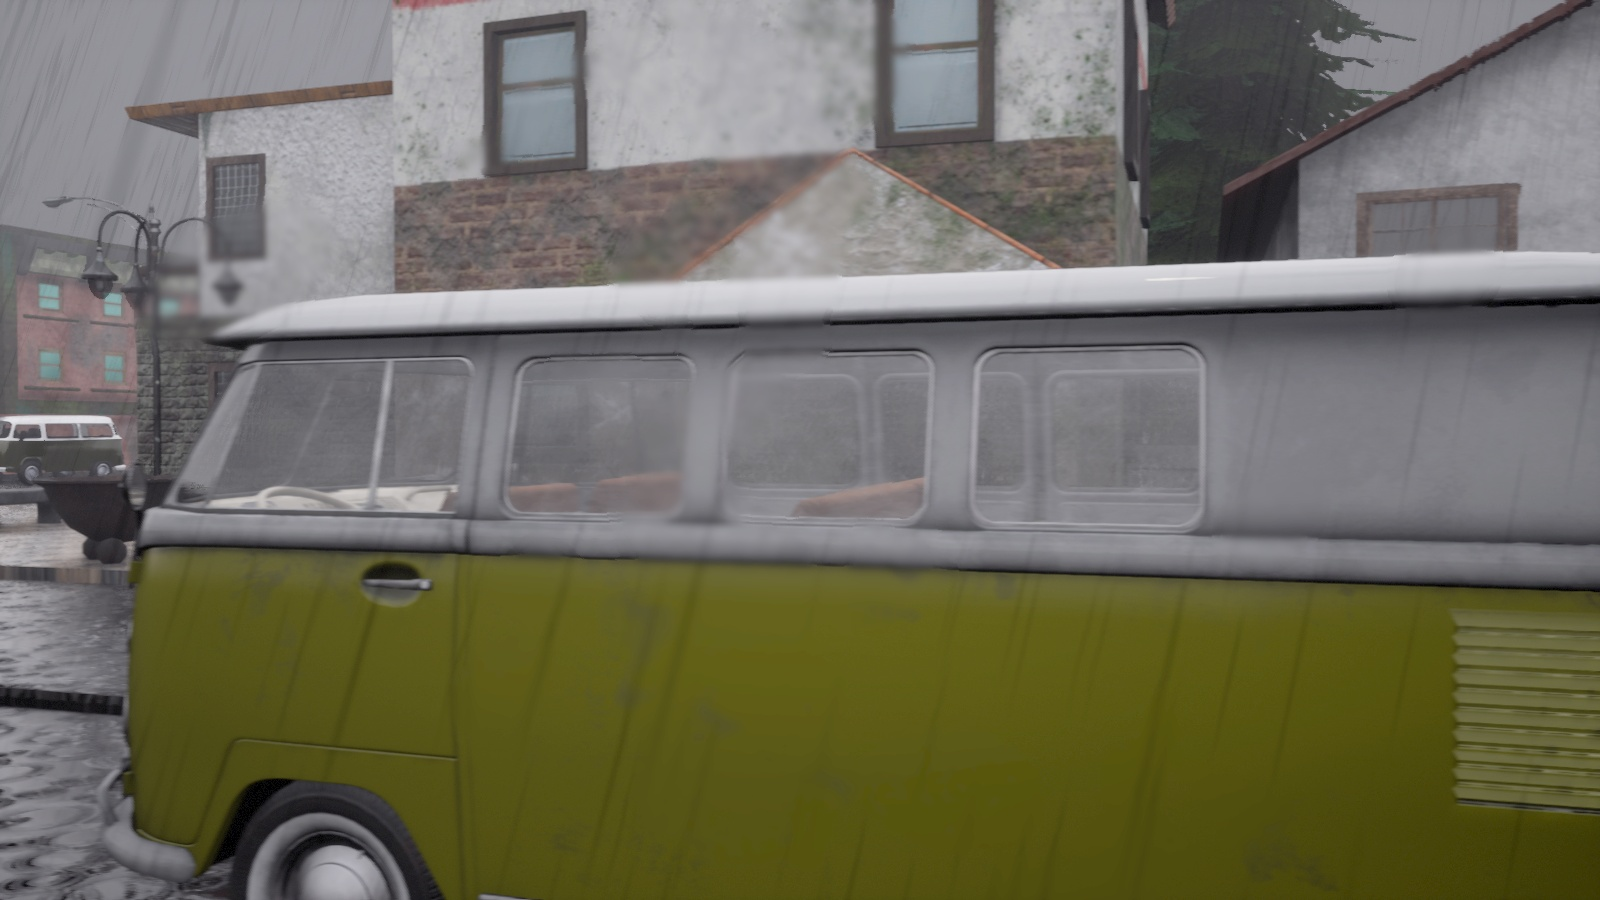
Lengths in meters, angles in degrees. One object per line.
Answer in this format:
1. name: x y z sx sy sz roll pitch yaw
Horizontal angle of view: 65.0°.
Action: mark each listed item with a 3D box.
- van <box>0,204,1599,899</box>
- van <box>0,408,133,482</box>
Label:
1. van: 0.158 0.519 3.628 4.442 1.987 1.775 1 1 18
2. van: -22.457 -0.183 37.322 2.069 2.038 4.480 1 1 18
